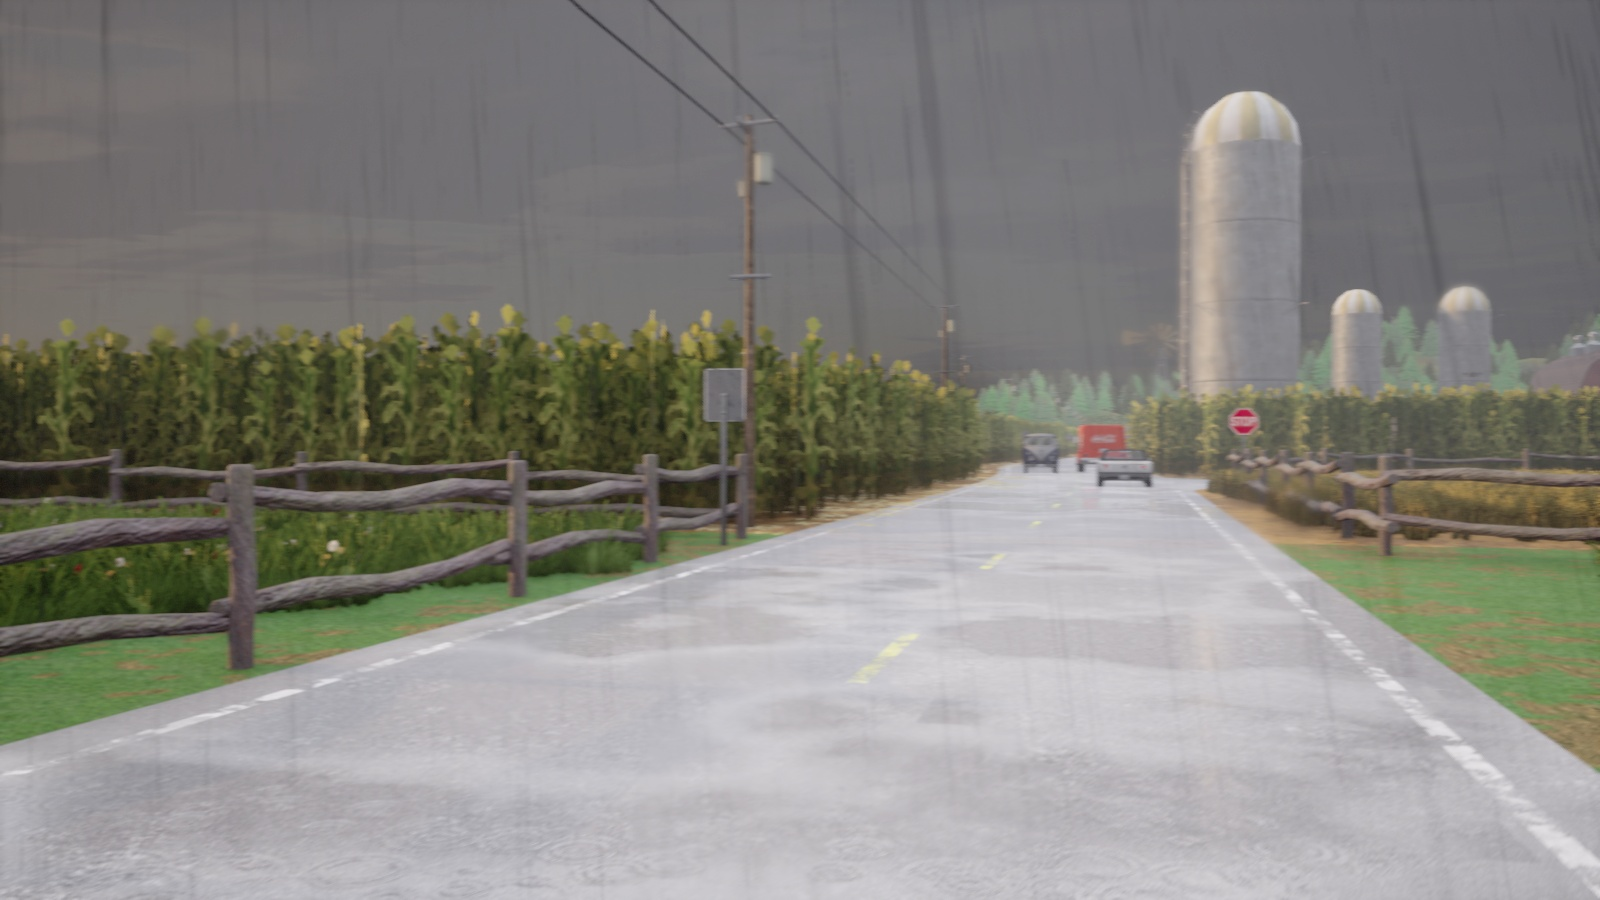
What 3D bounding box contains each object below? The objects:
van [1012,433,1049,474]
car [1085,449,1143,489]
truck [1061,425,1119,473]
[{"bbox_3d":[11.588,0.171,63.367,1.775,1.987,4.442,0,0,9],"label":"van"},{"bbox_3d":[11.133,0.627,44.705,1.895,1.301,4.718,0,0,13],"label":"car"},{"bbox_3d":[15.406,-0.074,66.962,2.627,2.467,5.204,0,0,9],"label":"truck"}]
